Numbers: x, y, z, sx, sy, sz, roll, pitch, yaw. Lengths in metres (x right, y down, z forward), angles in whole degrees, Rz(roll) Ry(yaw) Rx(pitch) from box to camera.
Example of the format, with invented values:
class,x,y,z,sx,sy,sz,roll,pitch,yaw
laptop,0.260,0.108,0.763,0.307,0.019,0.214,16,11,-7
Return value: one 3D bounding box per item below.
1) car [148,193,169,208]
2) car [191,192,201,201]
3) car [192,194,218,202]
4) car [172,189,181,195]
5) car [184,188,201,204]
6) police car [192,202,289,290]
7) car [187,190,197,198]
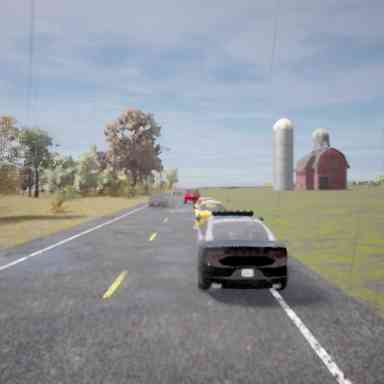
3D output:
class,x,y,z,sx,sy,sz,roll,pitch,yaw
car,-3.575,0.921,35.824,1.837,1.490,4.892,0,1,0
car,1.058,1.052,24.938,1.801,1.575,5.366,0,1,0
car,1.056,1.150,18.938,1.801,1.575,5.366,0,1,0
car,-3.476,0.004,76.668,1.837,1.490,4.892,0,1,0
car,0.026,0.481,45.689,2.150,2.045,5.566,0,1,0
police car,1.053,1.282,8.859,1.930,1.638,5.238,0,1,0
car,0.021,0.432,65.916,1.837,1.490,4.892,0,1,0
